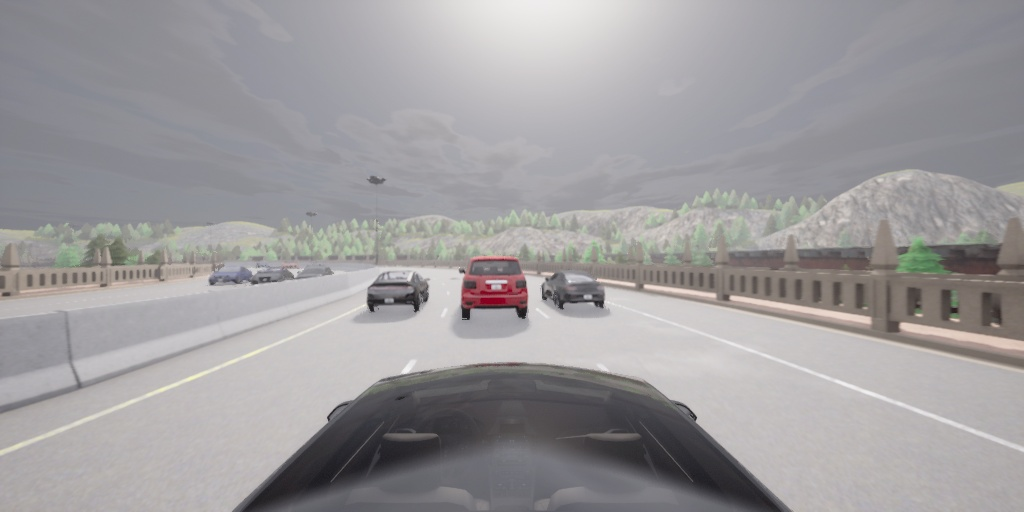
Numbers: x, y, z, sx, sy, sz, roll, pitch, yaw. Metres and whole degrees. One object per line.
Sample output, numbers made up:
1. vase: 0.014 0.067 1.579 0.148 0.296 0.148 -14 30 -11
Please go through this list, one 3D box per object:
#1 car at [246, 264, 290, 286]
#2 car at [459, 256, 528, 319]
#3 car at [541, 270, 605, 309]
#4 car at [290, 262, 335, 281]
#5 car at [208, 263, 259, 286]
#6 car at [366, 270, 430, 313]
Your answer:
1. car: -18.302 1.528 27.602 1.994 1.385 4.181 0 0 -17
2. car: -0.782 1.036 13.380 2.150 2.045 5.566 0 0 -7
3. car: 2.474 1.335 15.278 1.812 1.442 4.674 0 0 -7
4. car: -14.184 1.443 26.067 1.837 1.490 4.892 0 0 -16
5. car: -22.296 1.513 28.674 1.812 1.442 4.674 0 0 -19
6. car: -4.495 1.328 14.672 2.128 1.511 4.902 0 0 -7
